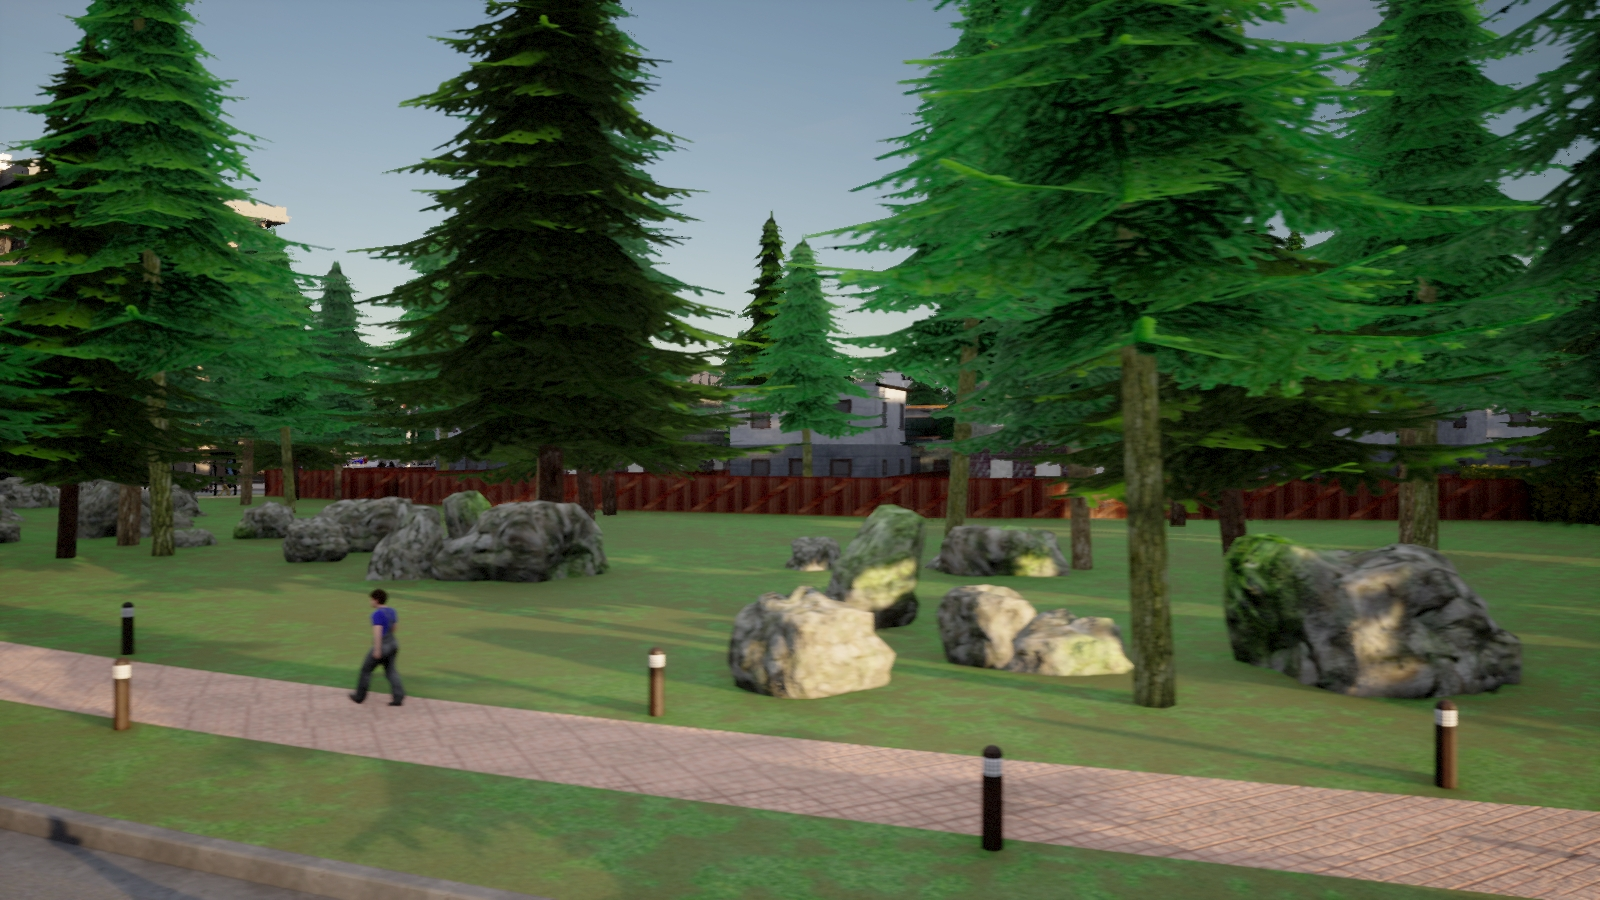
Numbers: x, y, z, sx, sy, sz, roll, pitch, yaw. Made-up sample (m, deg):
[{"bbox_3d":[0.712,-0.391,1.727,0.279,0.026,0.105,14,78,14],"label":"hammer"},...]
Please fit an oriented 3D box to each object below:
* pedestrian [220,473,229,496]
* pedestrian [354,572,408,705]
[{"bbox_3d":[-32.956,1.961,65.431,0.375,1.300,0.375,0,0,38],"label":"pedestrian"},{"bbox_3d":[-4.351,1.944,11.873,0.375,1.300,0.375,0,0,23],"label":"pedestrian"}]
